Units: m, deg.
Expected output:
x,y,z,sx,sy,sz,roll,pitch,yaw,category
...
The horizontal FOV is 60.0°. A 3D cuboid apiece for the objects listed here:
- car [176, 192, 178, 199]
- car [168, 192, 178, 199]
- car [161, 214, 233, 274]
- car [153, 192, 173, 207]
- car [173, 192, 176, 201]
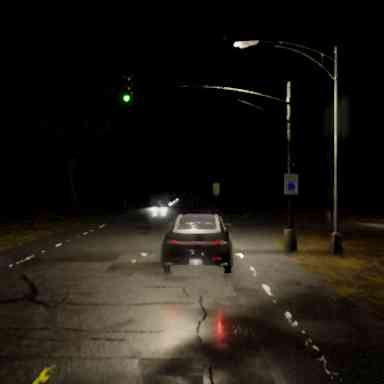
x,y,z,sx,sy,sz,roll,pitch,yaw,category
-3.988,0.890,62.319,1.994,1.385,4.181,0,1,0,car
-4.069,0.725,72.738,1.837,1.490,4.892,0,1,0,car
0.213,1.405,10.229,2.128,1.511,4.902,0,0,3,car
-3.902,1.026,42.494,2.128,1.511,4.902,0,1,0,car
-3.963,0.992,52.326,1.994,1.385,4.181,0,1,0,car
